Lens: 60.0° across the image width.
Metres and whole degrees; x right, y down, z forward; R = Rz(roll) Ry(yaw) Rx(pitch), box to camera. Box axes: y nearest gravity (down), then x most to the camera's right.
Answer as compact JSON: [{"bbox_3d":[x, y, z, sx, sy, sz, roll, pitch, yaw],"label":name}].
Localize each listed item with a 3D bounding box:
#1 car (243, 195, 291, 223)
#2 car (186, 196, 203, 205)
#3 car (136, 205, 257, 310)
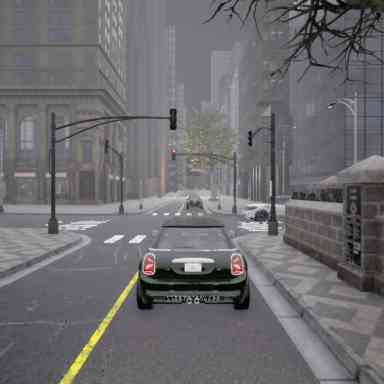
[{"bbox_3d":[6.792,1.265,25.768,5.566,2.045,2.150,0,0,-4],"label":"car"},{"bbox_3d":[0.292,1.257,44.131,2.097,1.767,4.553,0,0,-1],"label":"car"},{"bbox_3d":[0.034,1.352,7.997,2.097,1.767,4.553,0,0,0],"label":"car"}]
